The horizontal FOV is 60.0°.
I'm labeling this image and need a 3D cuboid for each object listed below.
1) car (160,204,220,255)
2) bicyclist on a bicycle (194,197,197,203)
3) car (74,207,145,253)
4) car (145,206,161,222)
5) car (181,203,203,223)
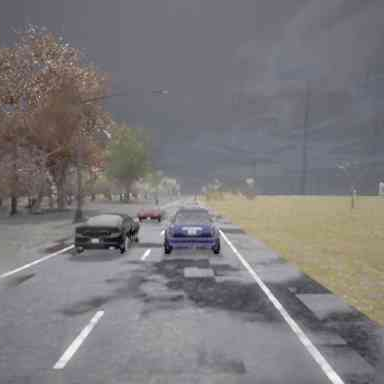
[{"bbox_3d":[0.008,1.487,14.090,2.097,1.767,4.553,0,-1,0],"label":"car"},{"bbox_3d":[0.996,2.287,94.716,0.659,1.776,1.843,0,0,0],"label":"bicyclist on a bicycle"},{"bbox_3d":[-3.489,1.618,14.492,1.882,1.535,5.008,0,0,0],"label":"car"},{"bbox_3d":[-3.487,1.882,29.122,1.895,1.301,4.718,0,-1,0],"label":"car"},{"bbox_3d":[0.014,1.792,29.310,1.837,1.490,4.892,0,0,0],"label":"car"}]
